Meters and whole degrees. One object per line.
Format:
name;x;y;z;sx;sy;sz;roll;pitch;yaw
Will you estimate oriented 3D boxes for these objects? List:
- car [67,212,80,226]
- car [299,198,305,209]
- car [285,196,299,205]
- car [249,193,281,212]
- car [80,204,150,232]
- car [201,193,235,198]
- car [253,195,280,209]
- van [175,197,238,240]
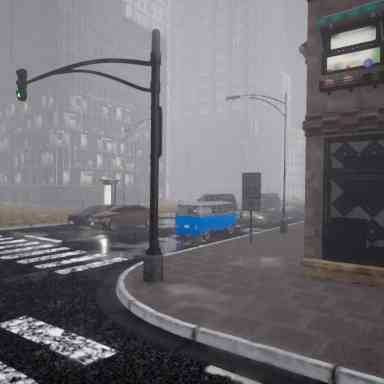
car;-6.009;1.467;21.864;1.947;1.339;4.313;1;1;35
car;15.618;1.463;42.433;1.812;1.442;4.674;1;1;36
car;16.305;1.364;53.309;1.752;1.417;4.829;1;1;35
car;8.075;1.125;37.202;2.150;2.045;5.566;1;1;36
car;-4.066;1.466;20.120;1.812;1.442;4.674;1;1;37
car;1.883;1.143;28.499;2.150;2.045;5.566;1;1;36
car;10.000;1.294;44.422;1.967;1.590;4.097;1;1;35
van;0.828;1.368;17.011;1.690;1.788;3.998;1;1;35
